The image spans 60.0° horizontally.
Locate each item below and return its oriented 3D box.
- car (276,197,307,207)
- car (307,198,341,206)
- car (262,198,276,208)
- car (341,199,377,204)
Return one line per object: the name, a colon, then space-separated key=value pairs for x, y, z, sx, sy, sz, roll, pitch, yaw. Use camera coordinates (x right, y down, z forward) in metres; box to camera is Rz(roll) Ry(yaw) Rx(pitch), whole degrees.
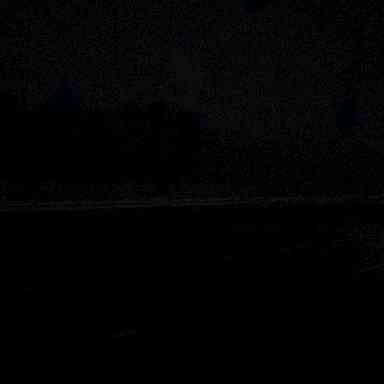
car: x=12.688 y=1.430 z=38.828 sx=5.357 sy=1.411 sz=2.033 roll=0 pitch=0 yaw=-35
car: x=14.954 y=1.408 z=36.146 sx=4.674 sy=1.442 sz=1.812 roll=0 pitch=0 yaw=-35
car: x=10.876 y=1.406 z=41.817 sx=4.674 sy=1.442 sz=1.812 roll=0 pitch=0 yaw=-35
car: x=17.398 y=1.444 z=33.586 sx=4.181 sy=1.385 sz=1.994 roll=0 pitch=0 yaw=-35
